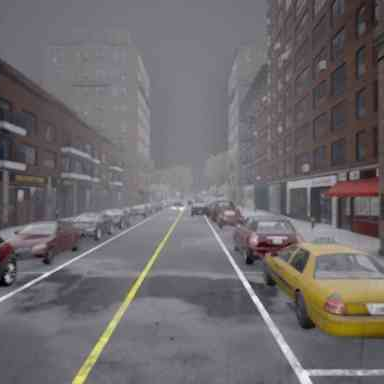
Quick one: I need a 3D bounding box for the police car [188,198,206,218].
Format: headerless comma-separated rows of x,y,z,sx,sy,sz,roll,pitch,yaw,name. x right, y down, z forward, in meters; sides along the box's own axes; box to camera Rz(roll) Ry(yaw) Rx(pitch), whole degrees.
0.834,1.791,35.266,1.930,1.638,5.238,0,-1,0,police car

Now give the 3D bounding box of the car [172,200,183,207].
-2.752,2.276,64.566,1.895,1.301,4.718,0,-1,1,car

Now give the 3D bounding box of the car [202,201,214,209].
2.653,2.167,56.377,1.802,1.307,4.206,0,-1,0,car

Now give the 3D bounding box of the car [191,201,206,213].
0.837,1.994,45.155,1.812,1.442,4.674,0,-1,0,car

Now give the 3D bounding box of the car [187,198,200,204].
0.325,2.312,86.573,1.994,1.385,4.181,0,-1,23,car

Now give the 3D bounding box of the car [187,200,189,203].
0.020,2.114,71.228,1.882,1.535,5.008,0,-1,0,car

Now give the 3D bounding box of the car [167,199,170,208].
-5.372,2.137,56.376,2.008,1.369,4.403,0,-1,0,car

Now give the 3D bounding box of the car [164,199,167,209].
-5.373,2.093,50.857,1.947,1.339,4.313,0,-1,0,car

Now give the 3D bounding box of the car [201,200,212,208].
2.655,2.173,62.065,1.752,1.417,4.829,0,-1,0,car

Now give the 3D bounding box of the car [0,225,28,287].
-5.386,1.511,6.710,1.967,1.590,4.097,0,-1,0,car

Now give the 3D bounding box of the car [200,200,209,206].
2.658,2.350,72.930,1.802,1.307,4.206,0,-1,0,car

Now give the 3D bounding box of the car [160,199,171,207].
-5.369,2.230,67.243,1.752,1.417,4.829,0,-1,0,car

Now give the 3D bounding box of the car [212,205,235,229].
2.644,1.824,23.269,1.802,1.307,4.206,0,-1,0,car

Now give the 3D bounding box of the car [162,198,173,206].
-5.367,2.208,72.932,1.967,1.590,4.097,0,-1,0,car

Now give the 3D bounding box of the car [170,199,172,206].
-5.371,2.086,61.895,1.967,1.590,4.097,0,-1,0,car

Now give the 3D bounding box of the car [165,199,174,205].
-5.366,2.412,78.449,1.802,1.307,4.206,0,-1,0,car

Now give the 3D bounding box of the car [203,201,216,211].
2.652,2.109,50.859,1.802,1.307,4.206,0,-1,0,car

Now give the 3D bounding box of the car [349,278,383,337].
2.637,1.565,1.197,2.008,1.369,4.403,0,-1,0,car

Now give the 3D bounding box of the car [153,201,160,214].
-5.376,1.964,39.821,2.008,1.369,4.403,0,-1,0,car

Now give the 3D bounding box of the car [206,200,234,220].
2.646,1.614,28.790,2.192,1.841,5.009,0,-1,0,car

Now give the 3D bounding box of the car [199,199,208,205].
2.659,2.395,78.449,1.947,1.339,4.313,0,-1,0,car

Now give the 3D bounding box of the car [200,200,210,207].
2.656,2.251,67.413,1.887,1.381,4.507,0,-1,0,car

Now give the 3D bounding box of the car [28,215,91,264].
-5.384,1.710,12.227,1.802,1.307,4.206,0,-1,0,car

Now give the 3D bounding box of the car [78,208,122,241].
-5.383,1.736,17.746,2.008,1.369,4.403,0,-1,0,car

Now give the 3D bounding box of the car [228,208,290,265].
2.641,1.568,12.233,1.967,1.590,4.097,0,-1,0,car

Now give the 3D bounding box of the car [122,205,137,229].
-5.381,1.793,23.264,2.008,1.369,4.403,0,-1,0,car

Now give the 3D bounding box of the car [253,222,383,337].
2.639,1.598,6.885,1.752,1.417,4.829,0,-1,0,car

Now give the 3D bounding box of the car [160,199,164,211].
-5.375,2.015,45.339,1.887,1.381,4.507,0,-1,0,car

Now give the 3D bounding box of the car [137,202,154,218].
-5.378,1.938,34.302,1.802,1.307,4.206,0,-1,0,car

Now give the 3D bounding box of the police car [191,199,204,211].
0.839,1.957,51.265,1.930,1.638,5.238,0,-1,0,police car
